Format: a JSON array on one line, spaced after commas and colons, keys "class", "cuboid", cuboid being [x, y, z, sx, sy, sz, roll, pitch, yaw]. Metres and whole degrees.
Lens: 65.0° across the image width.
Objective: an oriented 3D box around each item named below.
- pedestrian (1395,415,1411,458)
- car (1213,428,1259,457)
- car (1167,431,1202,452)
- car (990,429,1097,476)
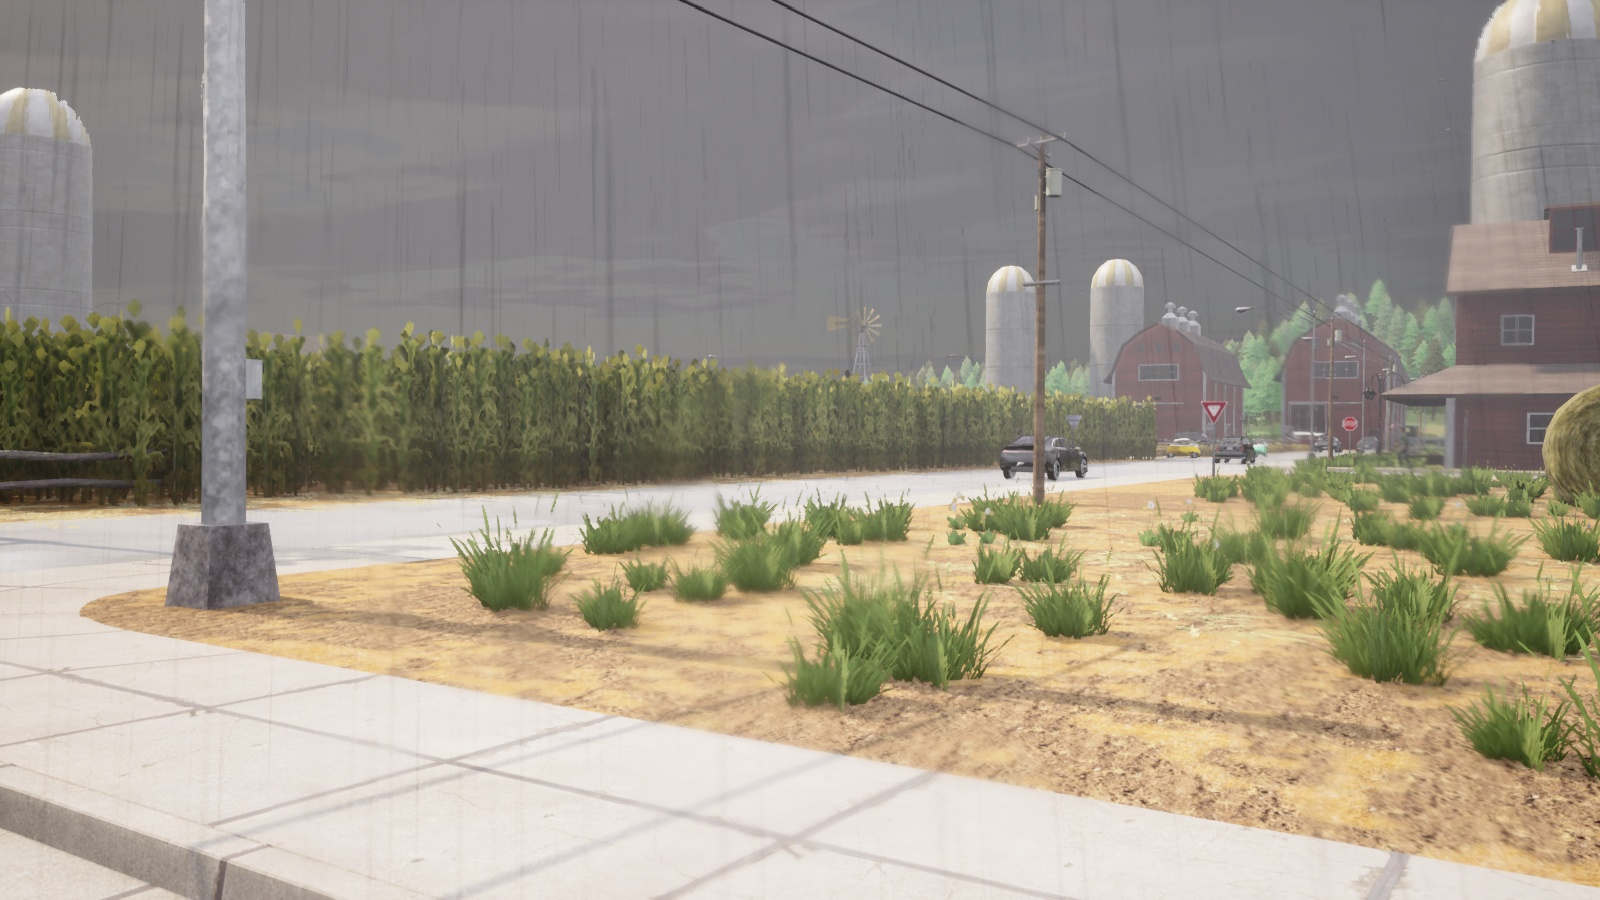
[{"class": "pedestrian", "cuboid": [25.850, -0.568, 53.839, 0.614, 1.847, 0.353, 0, 1, 27]}, {"class": "car", "cuboid": [24.574, -0.444, 70.751, 1.789, 1.549, 3.705, 0, 1, 30]}, {"class": "car", "cuboid": [26.149, -0.582, 85.400, 2.207, 1.376, 1.481, -1, 1, 19]}, {"class": "car", "cuboid": [8.503, 0.052, 43.501, 2.128, 1.511, 4.902, 0, 1, 31]}]
